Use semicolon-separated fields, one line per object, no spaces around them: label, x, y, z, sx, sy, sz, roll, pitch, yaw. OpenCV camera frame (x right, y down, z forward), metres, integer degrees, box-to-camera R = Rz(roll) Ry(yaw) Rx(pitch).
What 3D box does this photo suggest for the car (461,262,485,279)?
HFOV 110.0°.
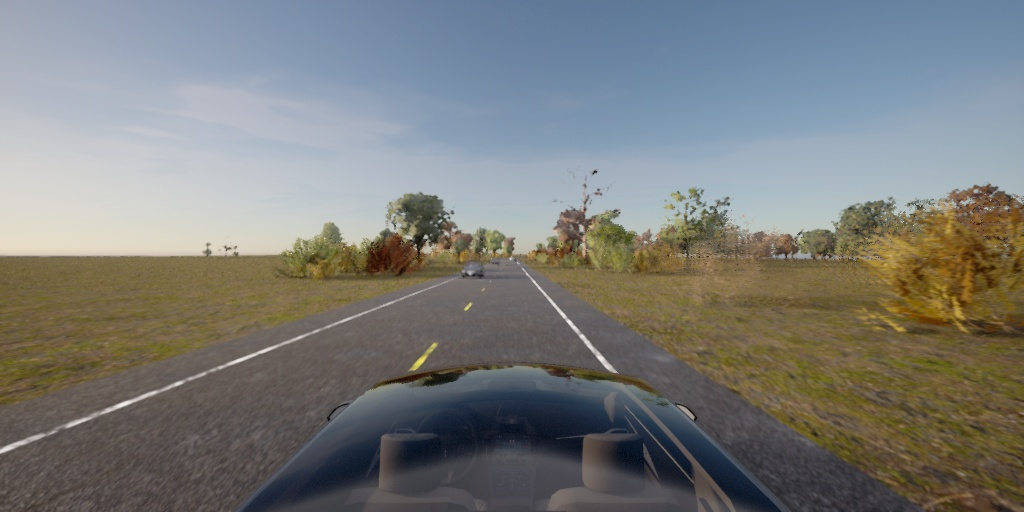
car;-3.591;1.308;33.653;2.128;1.511;4.902;0;0;0
